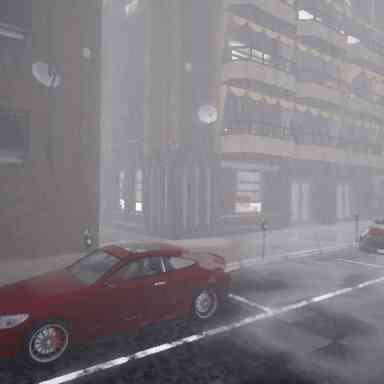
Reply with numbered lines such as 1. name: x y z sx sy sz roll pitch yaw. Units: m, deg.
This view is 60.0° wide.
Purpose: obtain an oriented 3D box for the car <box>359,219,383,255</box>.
1. car: 7.907 1.442 12.190 4.097 1.590 1.967 0 1 -35

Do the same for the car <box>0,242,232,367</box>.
1. car: -1.160 1.581 5.719 4.206 1.307 1.802 0 1 -35
